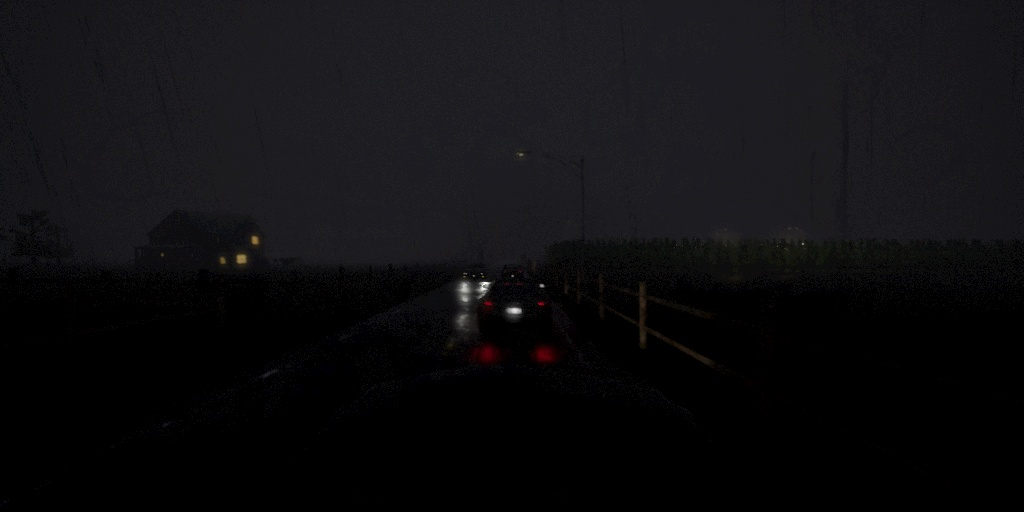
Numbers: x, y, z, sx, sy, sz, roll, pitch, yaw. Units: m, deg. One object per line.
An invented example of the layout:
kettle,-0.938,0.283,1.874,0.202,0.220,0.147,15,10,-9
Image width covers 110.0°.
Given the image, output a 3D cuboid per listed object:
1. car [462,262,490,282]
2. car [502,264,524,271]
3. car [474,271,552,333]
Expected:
car,-2.885,1.267,29.424,1.837,1.490,4.892,0,0,0
car,0.057,1.363,32.194,1.895,1.301,4.718,0,0,0
car,0.074,1.320,10.817,1.994,1.385,4.181,0,0,0
